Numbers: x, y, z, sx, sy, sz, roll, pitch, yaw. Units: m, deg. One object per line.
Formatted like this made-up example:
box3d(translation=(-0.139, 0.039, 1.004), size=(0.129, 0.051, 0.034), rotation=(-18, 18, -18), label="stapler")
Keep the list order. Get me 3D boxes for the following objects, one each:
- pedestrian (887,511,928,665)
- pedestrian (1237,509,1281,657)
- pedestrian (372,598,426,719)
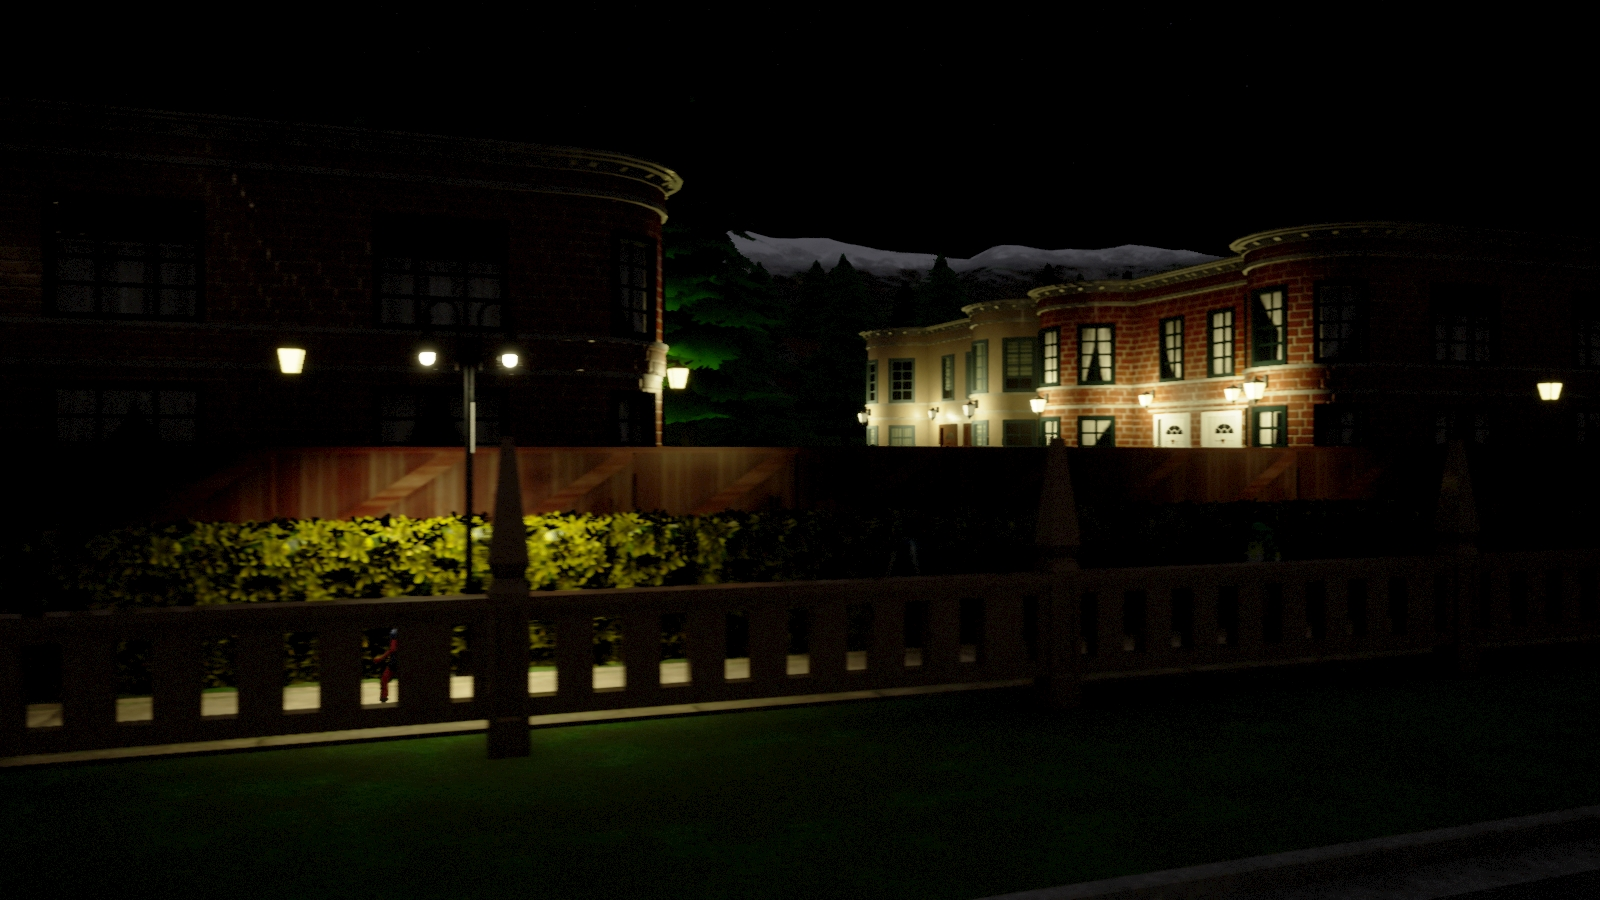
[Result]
box3d(translation=(1.332, 1.694, 14.180), size=(0.375, 1.860, 0.375), rotation=(0, 0, -19), label="pedestrian")
box3d(translation=(5.907, 1.695, 14.708), size=(0.375, 1.860, 0.375), rotation=(0, 0, -19), label="pedestrian")
box3d(translation=(-4.033, 2.077, 11.495), size=(0.500, 1.100, 0.500), rotation=(0, 0, -20), label="pedestrian")
